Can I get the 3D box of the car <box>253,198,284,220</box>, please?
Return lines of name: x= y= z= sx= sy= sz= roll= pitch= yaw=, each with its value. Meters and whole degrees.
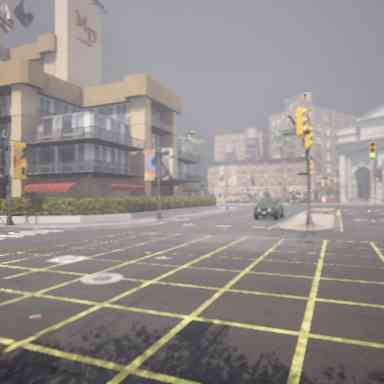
car: x=7.602 y=1.568 z=32.566 sx=2.150 sy=2.045 sz=5.566 roll=-1 pitch=-1 yaw=24
